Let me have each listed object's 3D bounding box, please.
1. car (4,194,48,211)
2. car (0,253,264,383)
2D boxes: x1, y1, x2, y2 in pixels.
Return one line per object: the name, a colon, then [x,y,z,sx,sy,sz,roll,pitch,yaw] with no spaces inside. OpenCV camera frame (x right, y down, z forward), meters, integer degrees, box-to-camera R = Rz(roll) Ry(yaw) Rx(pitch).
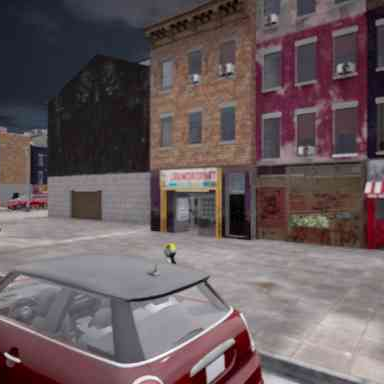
car: [-20.527,1.296,42.015,2.150,2.045,5.566,0,0,36]
car: [-1.392,1.442,3.794,4.097,1.590,1.967,0,0,35]
